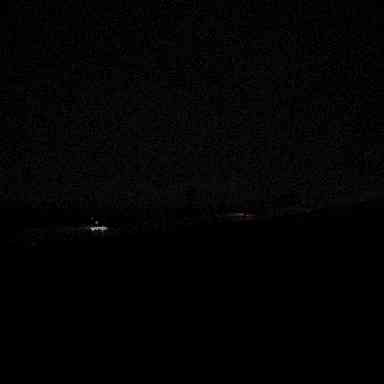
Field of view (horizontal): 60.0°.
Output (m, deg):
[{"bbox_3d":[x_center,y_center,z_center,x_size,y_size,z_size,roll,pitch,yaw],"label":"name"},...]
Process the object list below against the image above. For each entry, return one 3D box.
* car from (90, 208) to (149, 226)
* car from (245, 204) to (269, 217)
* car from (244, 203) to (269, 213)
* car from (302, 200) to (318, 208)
[{"bbox_3d":[-6.034,2.109,28.647,2.033,1.411,5.357,-2,-2,36],"label":"car"},{"bbox_3d":[8.074,2.260,41.891,1.837,1.490,4.892,-2,-1,36],"label":"car"},{"bbox_3d":[9.895,2.434,50.646,1.895,1.301,4.718,-2,-1,36],"label":"car"},{"bbox_3d":[21.375,2.126,60.363,2.128,1.511,4.902,-2,-1,36],"label":"car"}]
